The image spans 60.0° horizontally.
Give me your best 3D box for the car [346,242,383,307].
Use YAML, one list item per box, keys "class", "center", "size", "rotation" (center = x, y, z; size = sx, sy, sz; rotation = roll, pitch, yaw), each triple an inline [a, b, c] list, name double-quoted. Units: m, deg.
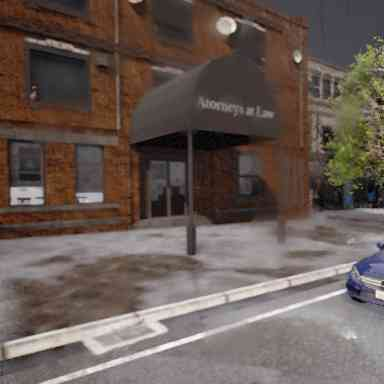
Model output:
- class: "car"
  center: [5.202, 1.530, 7.072]
  size: [4.674, 1.442, 1.812]
  rotation: [0, 0, -36]
